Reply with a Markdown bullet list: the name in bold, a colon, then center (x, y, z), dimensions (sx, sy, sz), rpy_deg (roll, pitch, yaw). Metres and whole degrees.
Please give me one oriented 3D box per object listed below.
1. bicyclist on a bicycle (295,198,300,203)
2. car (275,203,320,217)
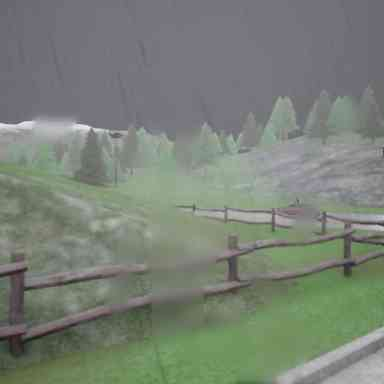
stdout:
- **bicyclist on a bicycle**: center (13.793, 1.582, 43.413), dimensions (0.582, 1.620, 1.656), rpy_deg (0, 0, 34)
- **car**: center (10.194, 1.772, 32.455), dimensions (4.181, 1.385, 1.994), rpy_deg (0, 0, 35)
